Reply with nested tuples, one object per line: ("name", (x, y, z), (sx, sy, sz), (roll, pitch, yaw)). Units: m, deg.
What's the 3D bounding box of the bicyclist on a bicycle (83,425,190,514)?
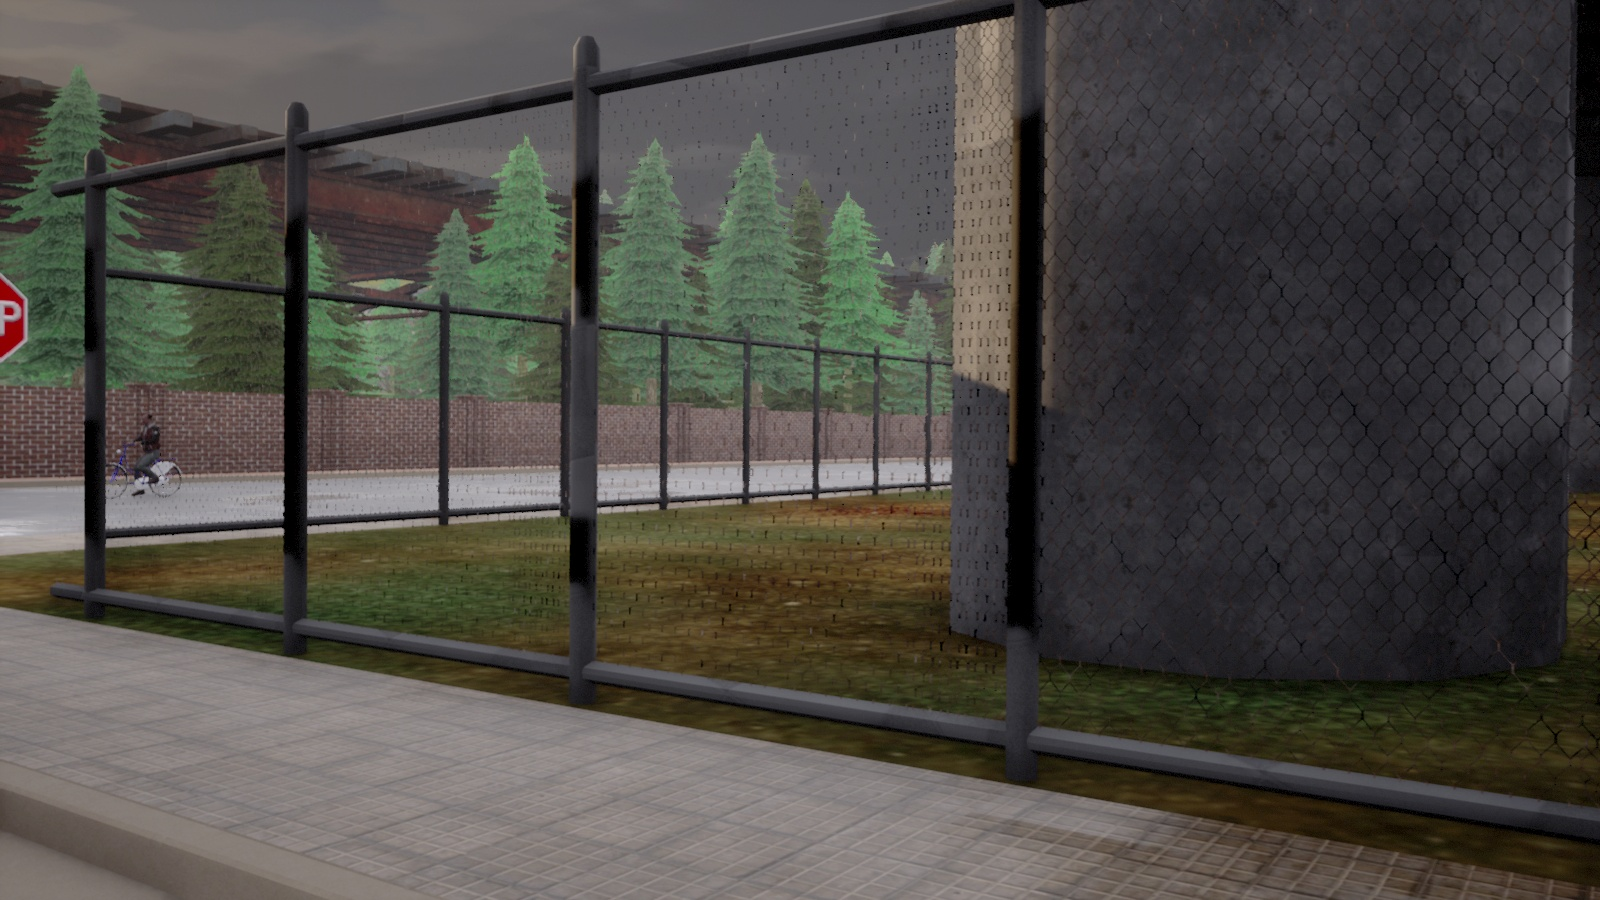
("bicyclist on a bicycle", (-13.658, 0.375, 25.905), (0.659, 1.776, 1.843), (0, 1, 34))
